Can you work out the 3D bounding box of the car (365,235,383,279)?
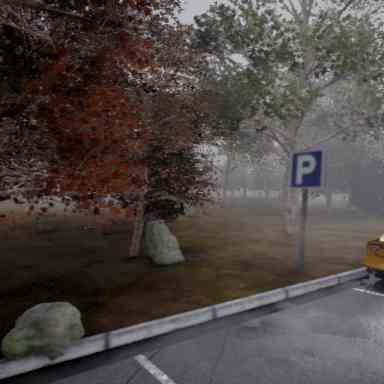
[{"bbox_3d":[6.632,1.500,8.789,5.008,1.535,2.097,0,0,-33],"label":"car"}]
